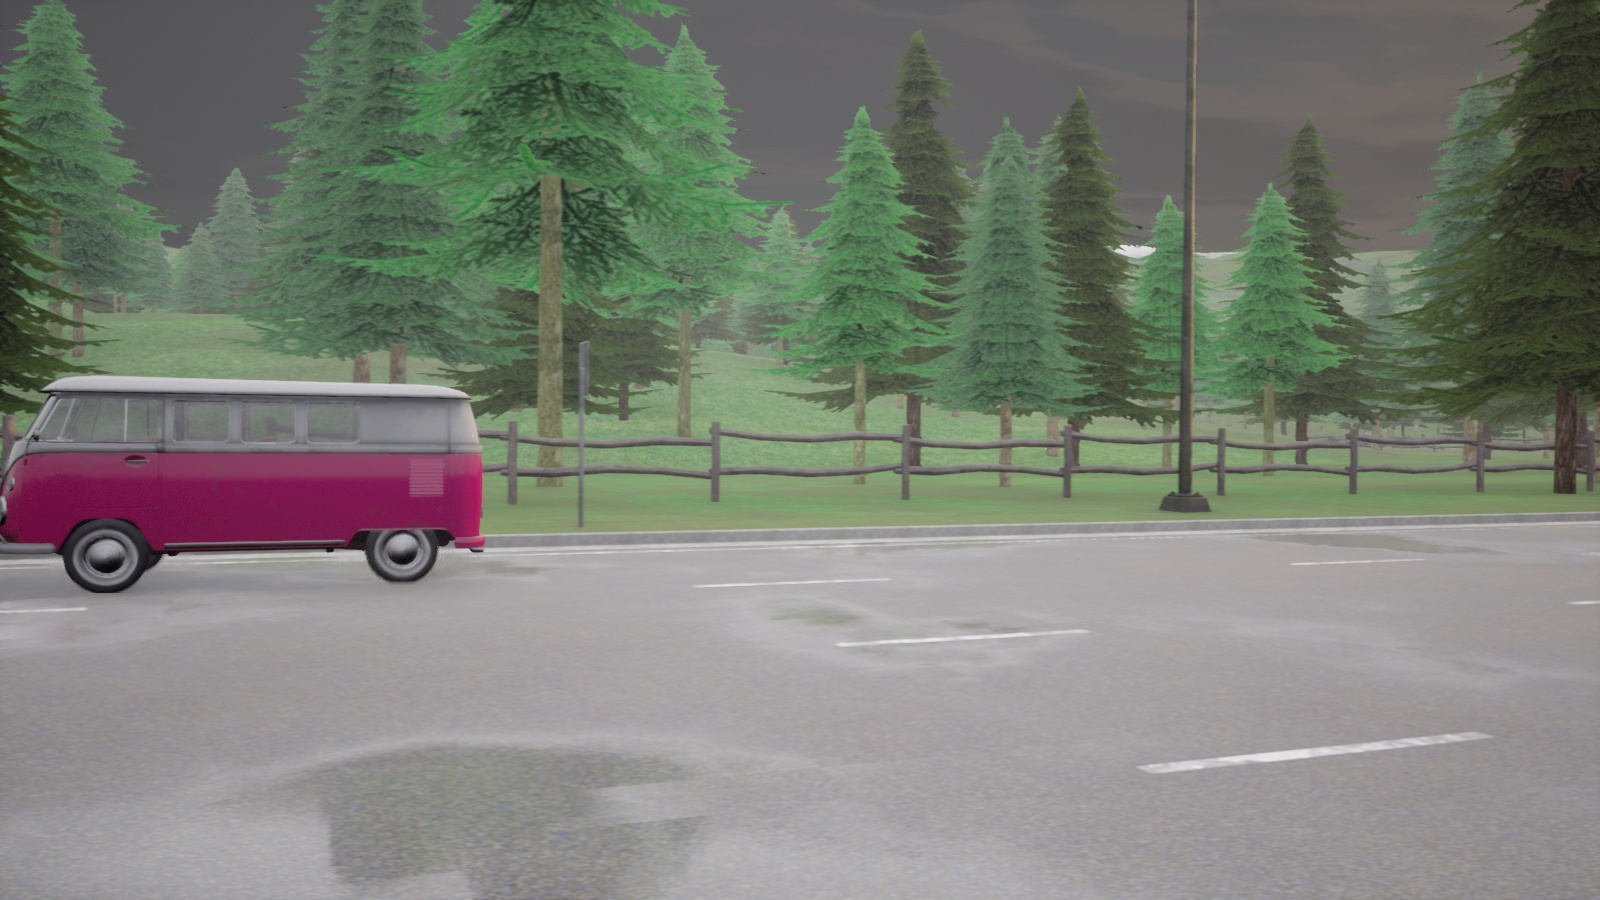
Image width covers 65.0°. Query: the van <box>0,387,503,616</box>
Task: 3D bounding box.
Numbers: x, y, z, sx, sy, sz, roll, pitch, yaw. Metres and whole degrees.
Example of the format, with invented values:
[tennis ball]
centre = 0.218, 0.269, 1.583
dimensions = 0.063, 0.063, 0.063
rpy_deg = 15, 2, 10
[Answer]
[van]
centre = -5.337, 0.407, 12.441
dimensions = 4.442, 1.987, 1.775
rpy_deg = -1, 1, -21
